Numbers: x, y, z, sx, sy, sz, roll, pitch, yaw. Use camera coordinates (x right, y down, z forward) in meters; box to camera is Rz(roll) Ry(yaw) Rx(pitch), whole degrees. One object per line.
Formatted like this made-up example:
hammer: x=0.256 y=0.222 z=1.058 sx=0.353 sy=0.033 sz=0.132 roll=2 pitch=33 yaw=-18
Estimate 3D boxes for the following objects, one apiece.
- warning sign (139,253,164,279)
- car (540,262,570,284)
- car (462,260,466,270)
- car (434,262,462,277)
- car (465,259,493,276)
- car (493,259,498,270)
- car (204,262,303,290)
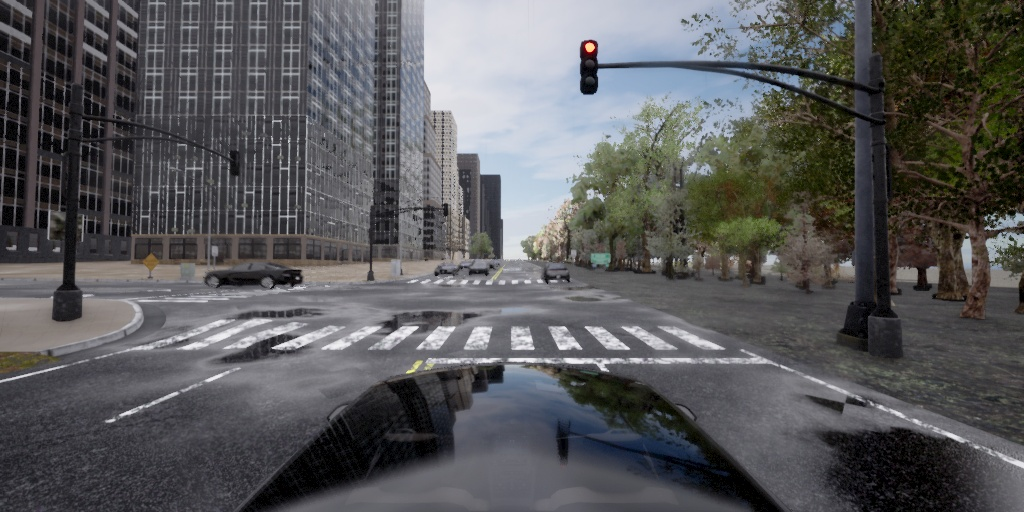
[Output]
warning sign: x=-26.156 y=0.733 z=25.921 sx=1.060 sy=1.860 sz=1.300 roll=0 pitch=0 yaw=-4
car: x=3.343 y=1.249 z=28.137 sx=2.128 sy=1.511 sz=4.902 roll=-1 pitch=1 yaw=0
car: x=-6.587 y=1.328 z=51.318 sx=2.033 sy=1.411 sz=5.357 roll=0 pitch=0 yaw=0
car: x=-6.589 y=1.334 z=36.411 sx=1.994 sy=1.385 sz=4.181 roll=0 pitch=0 yaw=0
car: x=-3.339 y=1.250 z=37.115 sx=1.882 sy=1.535 sz=5.008 roll=0 pitch=1 yaw=0
car: x=-3.335 y=1.382 z=51.050 sx=1.895 sy=1.301 sz=4.718 roll=0 pitch=0 yaw=0
car: x=-14.551 y=1.068 z=20.307 sx=5.008 sy=1.535 sz=1.882 roll=1 pitch=-2 yaw=2
